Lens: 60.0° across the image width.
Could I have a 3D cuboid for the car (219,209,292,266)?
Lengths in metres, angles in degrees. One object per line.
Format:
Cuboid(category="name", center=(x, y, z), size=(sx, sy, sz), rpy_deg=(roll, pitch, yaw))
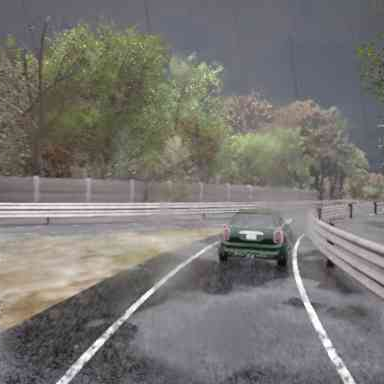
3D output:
Cuboid(category="car", center=(2.464, 1.382, 12.050), size=(2.097, 1.767, 4.553), rpy_deg=(1, 0, 19))
